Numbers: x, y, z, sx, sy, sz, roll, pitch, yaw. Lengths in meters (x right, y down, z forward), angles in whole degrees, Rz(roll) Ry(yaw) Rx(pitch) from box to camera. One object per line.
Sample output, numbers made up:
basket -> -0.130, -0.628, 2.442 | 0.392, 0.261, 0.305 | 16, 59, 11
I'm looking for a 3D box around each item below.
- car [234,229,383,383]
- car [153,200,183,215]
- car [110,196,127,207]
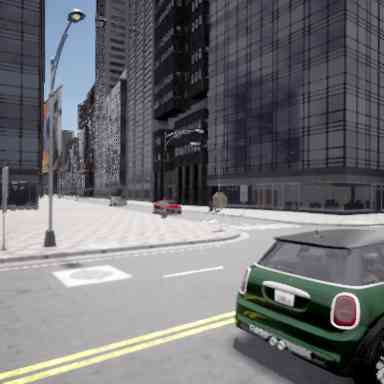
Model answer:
car -> 2.918, 1.406, 5.516 | 4.553, 1.767, 2.097 | 1, 0, -35
car -> -2.659, 1.645, 35.589 | 1.882, 1.535, 5.008 | 1, 0, -26
car -> -12.305, 1.540, 55.613 | 2.097, 1.767, 4.553 | 1, 0, -25
